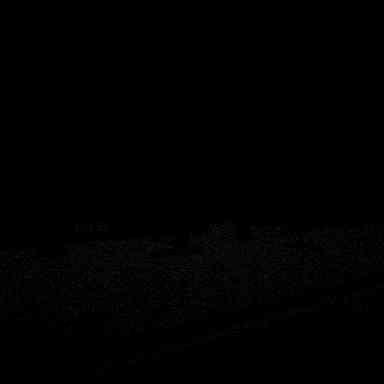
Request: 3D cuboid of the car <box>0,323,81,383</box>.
[{"bbox_3d":[-2.867,1.492,1.217,4.902,1.511,2.128,1,-1,-34],"label":"car"}]
